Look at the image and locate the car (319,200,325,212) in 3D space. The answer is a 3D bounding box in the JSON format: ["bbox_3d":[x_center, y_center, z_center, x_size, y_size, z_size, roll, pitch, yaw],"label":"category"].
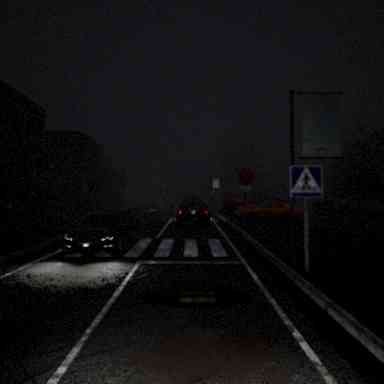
[{"bbox_3d":[18.418,1.647,39.910,4.892,1.521,2.231,0,-1,-1],"label":"car"}]

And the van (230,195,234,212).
[{"bbox_3d":[6.344,1.277,32.456,4.442,1.987,1.878,0,-1,0],"label":"van"}]

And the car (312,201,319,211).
[{"bbox_3d":[18.362,1.458,42.584,5.566,2.045,2.435,0,-1,-1],"label":"car"}]

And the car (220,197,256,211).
[{"bbox_3d":[6.127,1.629,44.595,4.553,1.767,2.185,0,-1,-1],"label":"car"}]

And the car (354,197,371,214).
[{"bbox_3d":[18.690,1.485,31.404,5.366,1.575,1.946,0,-1,0],"label":"car"}]

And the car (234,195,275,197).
[{"bbox_3d":[6.283,1.332,29.417,4.553,1.767,2.185,0,-1,0],"label":"car"}]

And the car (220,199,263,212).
[{"bbox_3d":[6.139,1.682,41.557,5.008,1.535,2.097,0,-1,-1],"label":"car"}]

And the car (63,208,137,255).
[{"bbox_3d":[-3.356,1.420,12.926,1.837,1.490,4.892,0,0,0],"label":"car"}]

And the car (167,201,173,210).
[{"bbox_3d":[-3.400,2.432,59.840,1.882,1.535,5.008,0,-3,0],"label":"car"}]

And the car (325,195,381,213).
[{"bbox_3d":[18.431,1.333,37.123,5.566,2.045,2.435,0,-1,-1],"label":"car"}]

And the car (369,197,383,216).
[{"bbox_3d":[18.711,1.450,28.743,5.366,1.575,1.946,0,-1,0],"label":"car"}]

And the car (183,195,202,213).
[{"bbox_3d":[0.026,1.455,41.308,2.150,2.045,5.566,0,-2,0],"label":"car"}]

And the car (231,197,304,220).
[{"bbox_3d":[6.091,1.423,26.496,5.366,1.575,1.946,0,-1,0],"label":"car"}]

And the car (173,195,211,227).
[{"bbox_3d":[0.075,1.265,21.919,2.097,1.767,4.553,0,0,0],"label":"car"}]

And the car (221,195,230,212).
[{"bbox_3d":[6.200,1.363,38.647,5.566,2.045,2.435,0,-1,-1],"label":"car"}]
